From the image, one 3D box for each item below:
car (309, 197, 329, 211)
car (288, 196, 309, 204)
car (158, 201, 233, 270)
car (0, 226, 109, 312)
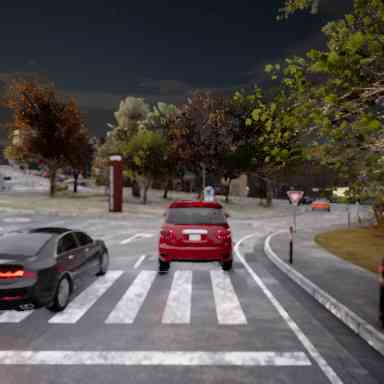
[{"bbox_3d":[17.064,1.493,44.216,2.097,1.767,4.553,0,1,20],"label":"car"},{"bbox_3d":[19.572,1.412,59.961,2.033,1.411,5.357,0,1,-21],"label":"car"},{"bbox_3d":[0.161,1.320,11.511,2.150,2.045,5.566,0,0,2],"label":"car"},{"bbox_3d":[-3.363,1.580,7.874,1.837,1.490,4.892,0,0,1],"label":"car"}]
